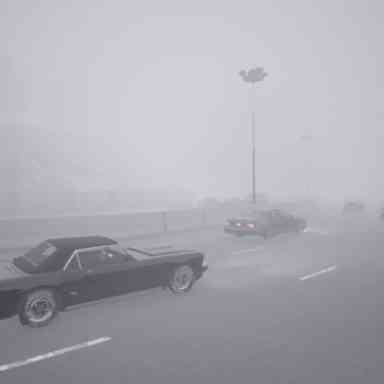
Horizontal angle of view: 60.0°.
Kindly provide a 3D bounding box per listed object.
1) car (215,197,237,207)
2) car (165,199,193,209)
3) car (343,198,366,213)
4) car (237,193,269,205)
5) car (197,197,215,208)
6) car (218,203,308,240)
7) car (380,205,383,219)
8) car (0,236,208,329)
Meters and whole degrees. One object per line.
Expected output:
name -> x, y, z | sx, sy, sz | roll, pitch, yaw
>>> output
car -> 5.065, 1.379, 42.481 | 1.882, 1.535, 5.008 | 0, 0, 27
car -> -1.722, 1.545, 44.499 | 1.895, 1.301, 4.718 | 0, 0, 28
car -> 17.012, 1.358, 34.889 | 1.812, 1.442, 4.674 | 0, 0, 29
car -> 7.676, 1.108, 39.896 | 2.150, 2.045, 5.566 | 0, 0, 28
car -> 2.287, 1.408, 44.754 | 2.128, 1.511, 4.902 | 0, 0, 26
car -> 3.842, 1.497, 16.763 | 2.033, 1.411, 5.357 | 0, 0, 44
car -> 16.037, 1.400, 26.311 | 2.033, 1.411, 5.357 | 0, 0, 33
car -> -1.964, 1.605, 7.012 | 4.718, 1.301, 1.895 | 0, 0, -37
